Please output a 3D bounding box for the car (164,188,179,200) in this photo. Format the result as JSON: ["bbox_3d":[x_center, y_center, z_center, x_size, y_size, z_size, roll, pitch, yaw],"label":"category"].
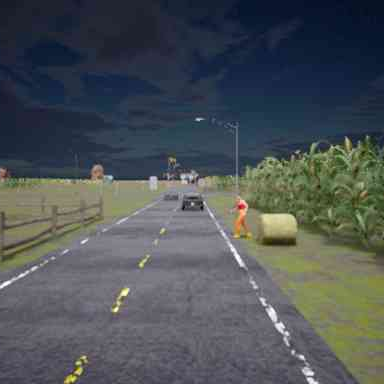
[{"bbox_3d":[-2.753,0.280,44.732,1.837,1.490,4.892,0,1,0],"label":"car"}]

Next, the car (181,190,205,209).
[{"bbox_3d":[0.071,0.686,29.275,1.837,1.490,4.892,0,1,0],"label":"car"}]

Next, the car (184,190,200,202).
[{"bbox_3d":[0.031,0.460,40.749,1.895,1.301,4.718,0,2,1],"label":"car"}]

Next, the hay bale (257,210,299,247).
[{"bbox_3d":[3.131,1.312,12.304,1.220,1.180,1.240,1,2,0],"label":"hay bale"}]

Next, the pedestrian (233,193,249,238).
[{"bbox_3d":[1.956,0.921,13.313,0.375,1.860,0.375,-1,2,-5],"label":"pedestrian"}]
